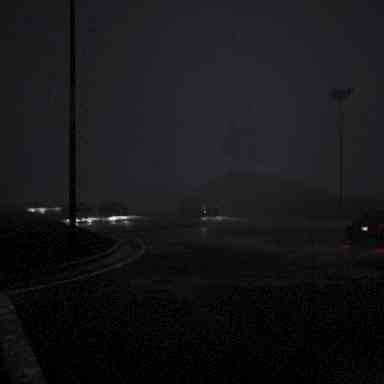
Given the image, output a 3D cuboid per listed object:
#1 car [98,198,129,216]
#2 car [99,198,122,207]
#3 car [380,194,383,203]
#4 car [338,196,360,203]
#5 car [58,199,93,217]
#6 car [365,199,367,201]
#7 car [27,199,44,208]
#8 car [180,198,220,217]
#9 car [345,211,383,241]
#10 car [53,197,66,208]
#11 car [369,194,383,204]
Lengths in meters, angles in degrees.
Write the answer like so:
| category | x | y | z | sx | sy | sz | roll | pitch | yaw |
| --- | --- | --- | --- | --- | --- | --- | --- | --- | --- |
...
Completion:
| category | x | y | z | sx | sy | sz | roll | pitch | yaw |
| --- | --- | --- | --- | --- | --- | --- | --- | --- | --- |
| car | -7.796 | 1.629 | 32.930 | 1.994 | 1.385 | 4.181 | 0 | 0 | -34 |
| car | -13.239 | 1.654 | 53.873 | 2.033 | 1.411 | 5.357 | 0 | 0 | -33 |
| car | 42.232 | 1.381 | 69.955 | 2.097 | 1.767 | 4.553 | 0 | 0 | -12 |
| car | 34.289 | 1.578 | 72.781 | 1.882 | 1.535 | 5.008 | 0 | 0 | -19 |
| car | -10.690 | 1.628 | 30.960 | 1.994 | 1.385 | 4.181 | 0 | 0 | -34 |
| car | 38.689 | 1.633 | 69.804 | 1.895 | 1.301 | 4.718 | 0 | 0 | -15 |
| car | -24.148 | 1.712 | 51.392 | 1.895 | 1.301 | 4.718 | 0 | 0 | -33 |
| car | 0.710 | 1.412 | 32.771 | 2.097 | 1.767 | 4.553 | 0 | 0 | -33 |
| car | 9.101 | 1.585 | 16.002 | 4.181 | 1.385 | 1.994 | 0 | 0 | -42 |
| car | -20.537 | 1.587 | 52.256 | 1.882 | 1.535 | 5.008 | 0 | 0 | -33 |
| car | 36.082 | 1.307 | 62.266 | 2.150 | 2.045 | 5.566 | 0 | 0 | -1 |
